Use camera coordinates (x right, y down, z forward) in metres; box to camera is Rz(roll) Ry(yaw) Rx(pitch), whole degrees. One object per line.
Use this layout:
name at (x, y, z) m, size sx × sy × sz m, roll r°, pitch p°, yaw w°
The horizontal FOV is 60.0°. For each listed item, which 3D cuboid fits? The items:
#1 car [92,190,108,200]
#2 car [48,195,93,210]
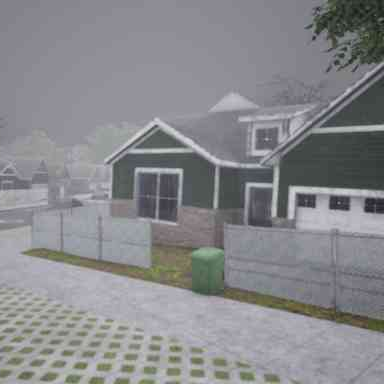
car at (-14.709, 0.452, 53.092) m, size 1.837 × 1.490 × 4.892 m, roll 3°, pitch 2°, yaw -3°
car at (-11.244, 1.196, 30.433) m, size 2.033 × 1.411 × 5.357 m, roll 3°, pitch 1°, yaw 1°
